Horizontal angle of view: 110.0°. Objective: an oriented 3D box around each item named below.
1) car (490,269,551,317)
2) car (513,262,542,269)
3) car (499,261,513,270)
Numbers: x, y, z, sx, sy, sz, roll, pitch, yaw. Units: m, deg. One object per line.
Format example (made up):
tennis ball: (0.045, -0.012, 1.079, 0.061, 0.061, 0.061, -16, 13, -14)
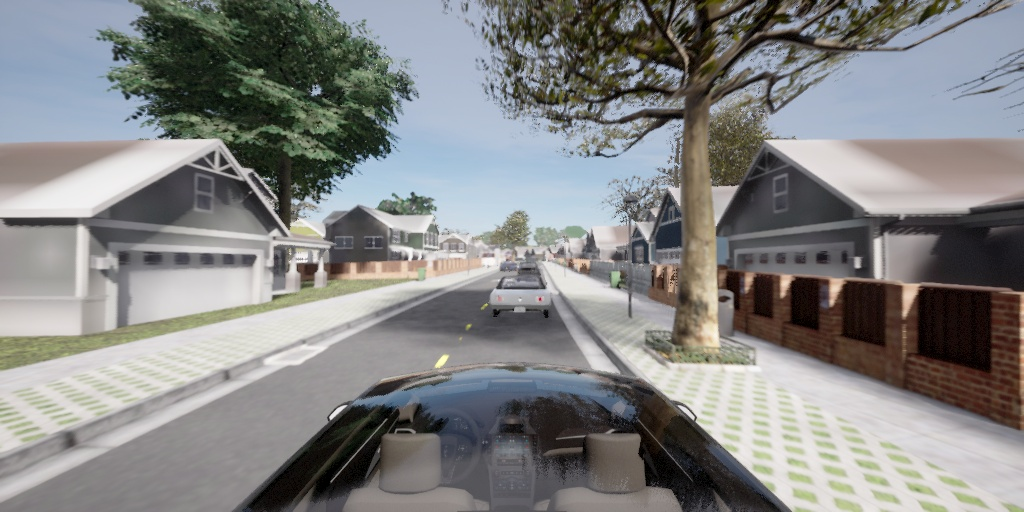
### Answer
car: (0.360, 1.325, 13.031, 1.895, 1.301, 4.718, 0, 0, 3)
car: (1.384, 1.207, 29.463, 1.837, 1.490, 4.892, 0, 0, 4)
car: (-0.434, 1.266, 44.700, 1.994, 1.385, 4.181, 0, 0, 4)
